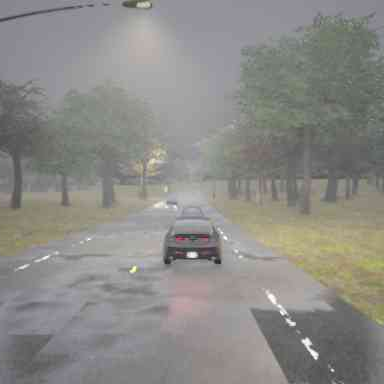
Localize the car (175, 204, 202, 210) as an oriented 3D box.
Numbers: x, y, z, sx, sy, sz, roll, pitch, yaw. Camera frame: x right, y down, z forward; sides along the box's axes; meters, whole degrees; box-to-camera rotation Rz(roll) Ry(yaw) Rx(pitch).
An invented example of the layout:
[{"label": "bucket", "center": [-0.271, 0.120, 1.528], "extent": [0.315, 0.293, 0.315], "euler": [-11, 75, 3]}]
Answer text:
[{"label": "car", "center": [0.034, 1.769, 25.154], "extent": [2.033, 1.411, 5.357], "euler": [0, 0, 1]}]

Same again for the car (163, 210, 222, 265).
[{"label": "car", "center": [0.045, 1.610, 12.014], "extent": [1.837, 1.490, 4.892], "euler": [0, -1, 1]}]

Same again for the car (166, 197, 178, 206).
[{"label": "car", "center": [-3.530, 1.551, 58.608], "extent": [1.882, 1.535, 5.008], "euler": [0, 1, 1]}]
